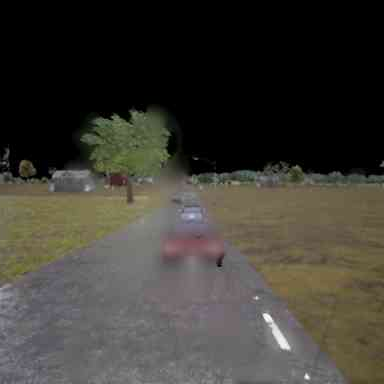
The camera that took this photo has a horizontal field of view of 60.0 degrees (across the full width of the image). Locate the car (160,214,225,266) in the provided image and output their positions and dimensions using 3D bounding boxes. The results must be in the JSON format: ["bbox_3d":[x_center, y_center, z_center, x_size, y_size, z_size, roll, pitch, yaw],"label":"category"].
[{"bbox_3d":[0.040,1.680,11.768,1.895,1.301,4.718,0,0,0],"label":"car"}]

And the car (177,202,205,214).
[{"bbox_3d":[0.026,1.709,25.216,2.033,1.411,5.357,0,0,0],"label":"car"}]

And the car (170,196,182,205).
[{"bbox_3d":[-2.784,1.432,58.473,2.033,1.411,5.357,0,1,1],"label":"car"}]
